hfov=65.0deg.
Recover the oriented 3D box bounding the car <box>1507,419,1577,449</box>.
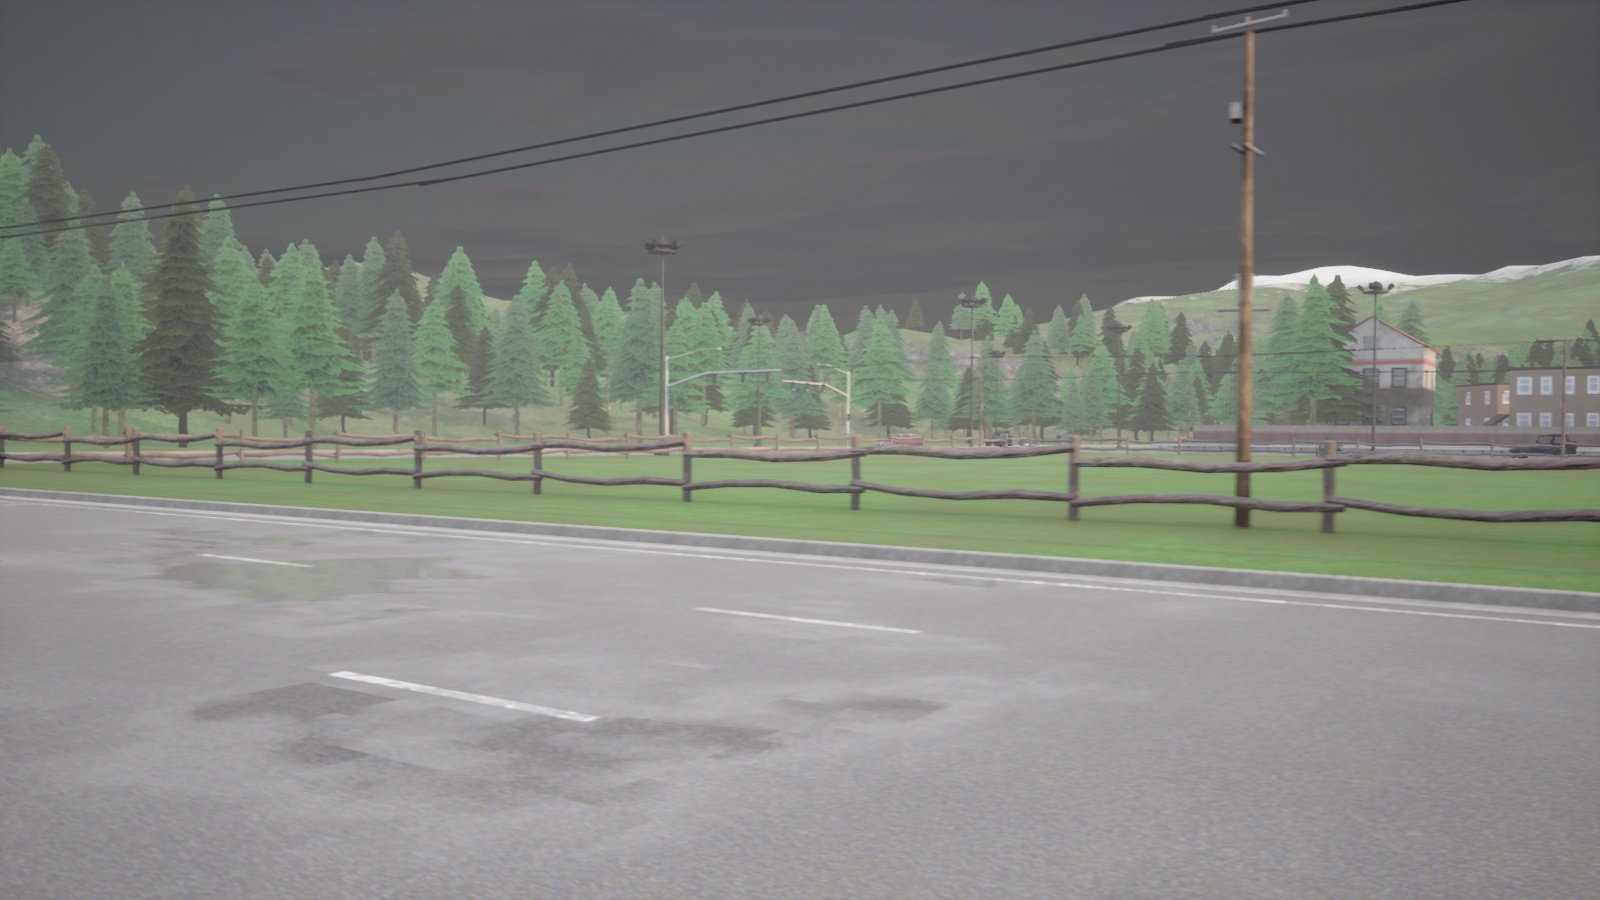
[{"bbox_3d":[49.034,-1.051,83.002,3.866,1.878,1.905,0,1,34],"label":"car"}]

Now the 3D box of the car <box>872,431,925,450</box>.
[{"bbox_3d":[7.731,-0.739,98.907,3.806,1.475,1.970,-1,1,-37],"label":"car"}]
